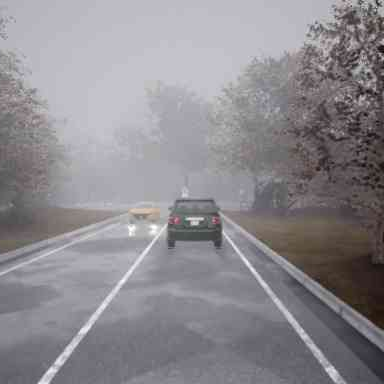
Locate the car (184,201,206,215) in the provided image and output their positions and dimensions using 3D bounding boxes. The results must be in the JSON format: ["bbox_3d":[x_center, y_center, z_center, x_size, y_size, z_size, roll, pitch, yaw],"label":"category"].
[{"bbox_3d":[0.364,1.616,34.726,1.895,1.301,4.718,0,0,5],"label":"car"}]

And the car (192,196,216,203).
[{"bbox_3d":[2.626,1.532,71.995,4.892,1.490,1.837,0,0,13],"label":"car"}]

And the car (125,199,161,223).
[{"bbox_3d":[-3.565,1.489,25.792,1.882,1.535,5.008,0,0,0],"label":"car"}]

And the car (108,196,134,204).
[{"bbox_3d":[-14.018,1.572,66.445,2.033,1.411,5.357,0,0,38],"label":"car"}]

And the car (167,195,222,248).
[{"bbox_3d":[0.103,1.228,14.859,2.150,2.045,5.566,0,0,0],"label":"car"}]
